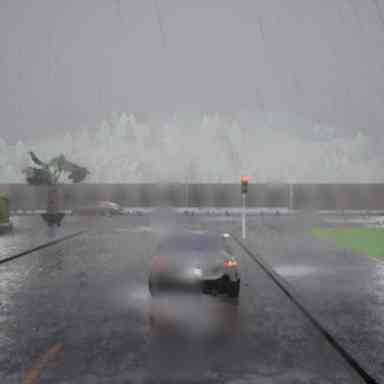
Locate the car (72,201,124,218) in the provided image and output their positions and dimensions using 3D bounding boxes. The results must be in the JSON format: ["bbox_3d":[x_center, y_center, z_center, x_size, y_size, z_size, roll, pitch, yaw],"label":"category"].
[{"bbox_3d":[-8.472,1.553,29.876,4.674,1.442,1.812,0,-1,12],"label":"car"}]

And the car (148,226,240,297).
[{"bbox_3d":[0.059,1.572,8.623,1.994,1.385,4.181,0,0,0],"label":"car"}]
